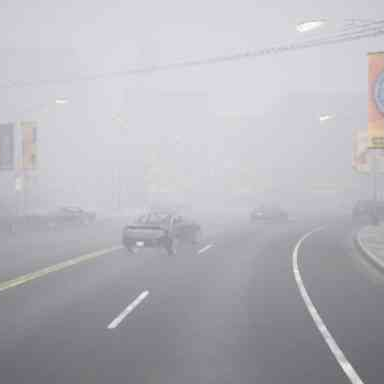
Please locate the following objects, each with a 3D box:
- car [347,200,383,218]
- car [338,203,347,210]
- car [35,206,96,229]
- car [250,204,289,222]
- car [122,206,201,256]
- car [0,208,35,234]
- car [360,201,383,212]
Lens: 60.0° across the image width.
[{"bbox_3d":[17.449,1.578,31.836,4.553,1.767,2.097,0,0,-32],"label":"car"},{"bbox_3d":[23.328,1.869,46.840,5.357,1.411,2.033,0,0,-14],"label":"car"},{"bbox_3d":[-8.815,1.645,22.409,1.895,1.301,4.718,0,0,27],"label":"car"},{"bbox_3d":[6.536,1.717,27.782,1.994,1.385,4.181,0,0,38],"label":"car"},{"bbox_3d":[-1.027,1.544,13.502,2.128,1.511,4.902,0,0,17],"label":"car"},{"bbox_3d":[-10.750,1.537,17.015,2.002,1.452,4.674,0,0,17],"label":"car"},{"bbox_3d":[24.432,1.877,43.419,4.181,1.385,1.994,0,0,-13],"label":"car"}]
